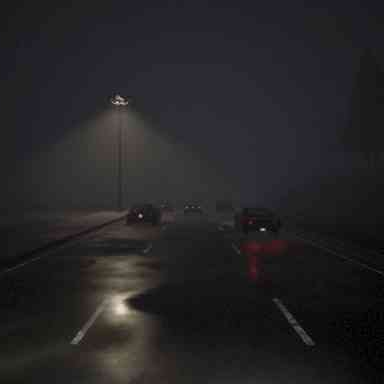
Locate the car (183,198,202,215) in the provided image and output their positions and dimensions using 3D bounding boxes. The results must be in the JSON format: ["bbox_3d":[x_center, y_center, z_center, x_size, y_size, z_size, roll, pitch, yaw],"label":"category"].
[{"bbox_3d":[0.106,1.547,34.581,2.033,1.411,5.357,0,0,0],"label":"car"}]

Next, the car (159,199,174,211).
[{"bbox_3d":[-3.321,1.564,39.985,1.994,1.385,4.181,0,0,1],"label":"car"}]

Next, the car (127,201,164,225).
[{"bbox_3d":[-3.400,1.564,23.953,1.994,1.385,4.181,0,0,0],"label":"car"}]

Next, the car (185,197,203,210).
[{"bbox_3d":[0.348,1.492,44.336,2.128,1.511,4.902,0,0,2],"label":"car"}]

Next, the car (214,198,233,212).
[{"bbox_3d":[3.645,1.478,38.636,1.882,1.535,5.008,0,0,1],"label":"car"}]

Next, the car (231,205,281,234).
[{"bbox_3d":[3.600,1.601,19.117,1.895,1.301,4.718,0,0,0],"label":"car"}]
